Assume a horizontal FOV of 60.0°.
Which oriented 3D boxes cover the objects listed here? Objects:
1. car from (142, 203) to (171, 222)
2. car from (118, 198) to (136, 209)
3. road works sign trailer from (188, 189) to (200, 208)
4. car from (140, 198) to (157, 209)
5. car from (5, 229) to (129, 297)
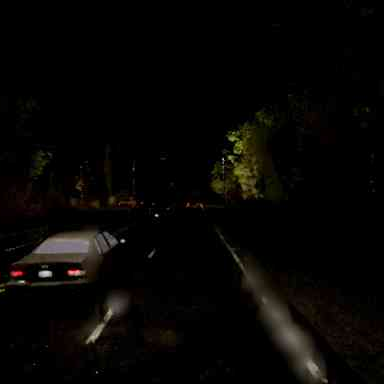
[{"bbox_3d":[-3.047,1.996,30.594,1.994,1.385,4.181,-1,-1,0],"label":"car"},{"bbox_3d":[-9.547,1.662,49.368,1.882,1.535,5.008,1,0,1],"label":"car"},{"bbox_3d":[0.400,1.165,62.883,2.380,3.560,2.880,-1,0,1],"label":"road works sign trailer"},{"bbox_3d":[-6.294,1.627,48.957,2.097,1.767,4.553,2,-1,1],"label":"car"},{"bbox_3d":[-3.103,1.769,9.446,2.033,1.411,5.357,-1,0,-1],"label":"car"}]
